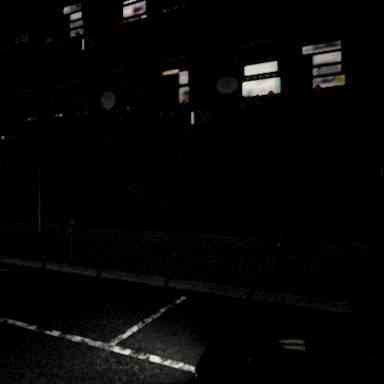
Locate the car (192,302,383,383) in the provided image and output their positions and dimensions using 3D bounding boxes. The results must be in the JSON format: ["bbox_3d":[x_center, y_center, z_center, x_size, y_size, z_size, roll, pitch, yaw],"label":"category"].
[{"bbox_3d":[2.350,1.509,2.297,4.892,1.490,1.837,0,0,23],"label":"car"}]
